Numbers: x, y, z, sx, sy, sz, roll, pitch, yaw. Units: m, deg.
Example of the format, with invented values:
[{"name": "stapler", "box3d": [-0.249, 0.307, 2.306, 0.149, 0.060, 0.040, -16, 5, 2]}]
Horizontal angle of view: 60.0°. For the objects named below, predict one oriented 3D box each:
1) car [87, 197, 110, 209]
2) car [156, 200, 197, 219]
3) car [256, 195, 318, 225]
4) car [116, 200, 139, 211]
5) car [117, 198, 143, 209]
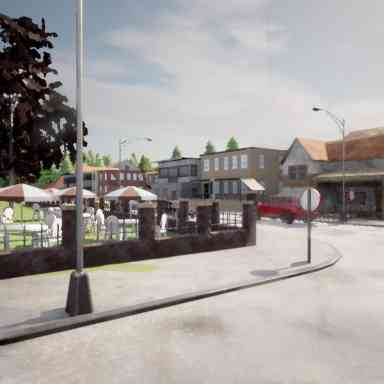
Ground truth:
[{"name": "car", "box3d": [-12.972, 1.478, 45.867, 1.882, 1.535, 5.008, 0, 0, -35]}, {"name": "car", "box3d": [-1.447, 1.505, 29.621, 1.837, 1.490, 4.892, 0, 0, -35]}, {"name": "car", "box3d": [6.679, 1.222, 24.764, 2.150, 2.045, 5.566, 0, 0, -30]}, {"name": "car", "box3d": [-7.173, 1.526, 37.668, 1.812, 1.442, 4.674, 0, 0, -35]}, {"name": "car", "box3d": [-8.815, 1.564, 47.187, 1.994, 1.385, 4.181, 0, 0, -35]}]
